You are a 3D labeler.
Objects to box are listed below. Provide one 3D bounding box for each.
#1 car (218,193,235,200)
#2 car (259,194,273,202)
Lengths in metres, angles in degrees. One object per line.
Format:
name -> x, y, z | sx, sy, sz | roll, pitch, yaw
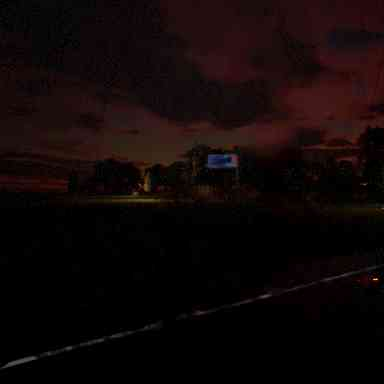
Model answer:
car -> 8.067, 1.073, 78.235 | 2.097, 1.767, 4.553 | 0, 0, -34
car -> 14.557, 1.203, 68.535 | 2.097, 1.767, 4.553 | 0, 0, -34
